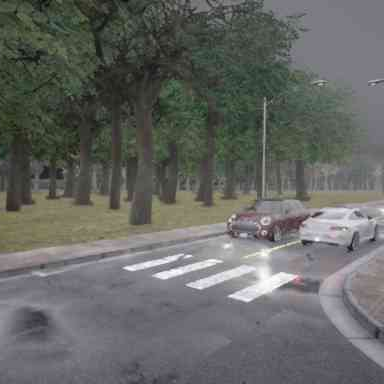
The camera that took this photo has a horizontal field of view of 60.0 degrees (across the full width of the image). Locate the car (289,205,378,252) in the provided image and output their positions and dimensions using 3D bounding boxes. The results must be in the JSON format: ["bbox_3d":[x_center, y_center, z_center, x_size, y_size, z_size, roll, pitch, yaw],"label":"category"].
[{"bbox_3d":[5.744,1.303,12.865,1.812,1.442,4.674,1,2,42],"label":"car"}]

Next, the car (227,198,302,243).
[{"bbox_3d":[3.525,1.083,14.806,2.097,1.767,4.553,1,2,42],"label":"car"}]
